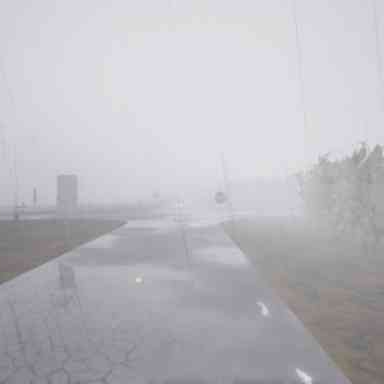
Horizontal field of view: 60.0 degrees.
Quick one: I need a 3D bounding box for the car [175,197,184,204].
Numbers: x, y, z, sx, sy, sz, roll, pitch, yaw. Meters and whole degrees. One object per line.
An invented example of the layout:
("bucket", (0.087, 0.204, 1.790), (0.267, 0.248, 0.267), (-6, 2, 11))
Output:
("car", (-2.760, 1.781, 72.355), (2.128, 1.511, 4.902), (0, 0, 0))
